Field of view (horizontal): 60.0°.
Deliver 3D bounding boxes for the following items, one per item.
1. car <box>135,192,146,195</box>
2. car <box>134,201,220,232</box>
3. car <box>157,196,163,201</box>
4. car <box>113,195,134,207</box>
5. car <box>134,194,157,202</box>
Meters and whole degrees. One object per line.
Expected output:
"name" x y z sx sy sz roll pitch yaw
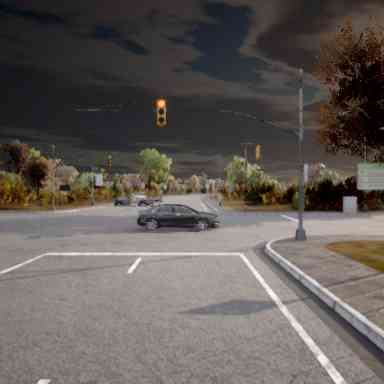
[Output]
"car" -10.446 1.117 67.007 2.150 2.045 5.566 0 0 0
"car" -0.799 1.490 19.585 4.892 1.490 1.837 0 0 3
"car" -6.959 1.461 66.688 1.994 1.385 4.181 0 0 1
"car" -10.542 1.469 50.821 2.033 1.411 5.357 0 0 0
"car" -7.042 1.469 50.811 2.033 1.411 5.357 0 0 0
